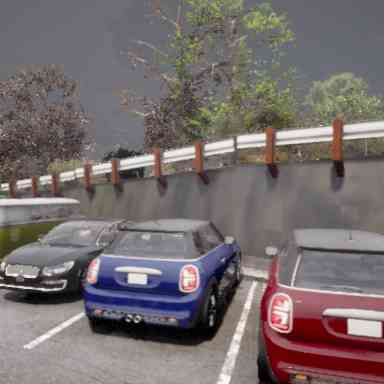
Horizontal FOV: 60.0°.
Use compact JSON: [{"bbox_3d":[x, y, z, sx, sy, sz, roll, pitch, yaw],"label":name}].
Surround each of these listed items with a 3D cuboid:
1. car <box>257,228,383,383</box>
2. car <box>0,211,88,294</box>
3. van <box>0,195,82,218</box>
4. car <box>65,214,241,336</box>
[{"bbox_3d":[2.230,1.354,5.251,2.185,1.767,4.553,0,-1,16],"label":"car"},{"bbox_3d":[-2.672,1.443,8.797,2.231,1.521,4.892,1,0,16],"label":"car"},{"bbox_3d":[-5.106,1.198,10.665,1.878,1.987,4.442,0,-1,16],"label":"van"},{"bbox_3d":[-0.239,1.335,7.005,2.185,1.767,4.553,0,-1,16],"label":"car"}]
